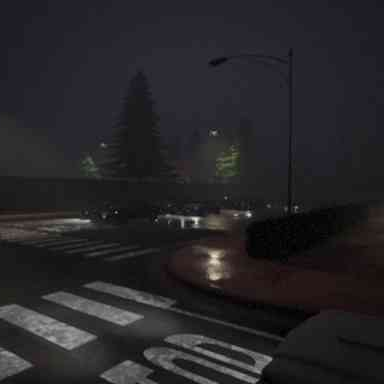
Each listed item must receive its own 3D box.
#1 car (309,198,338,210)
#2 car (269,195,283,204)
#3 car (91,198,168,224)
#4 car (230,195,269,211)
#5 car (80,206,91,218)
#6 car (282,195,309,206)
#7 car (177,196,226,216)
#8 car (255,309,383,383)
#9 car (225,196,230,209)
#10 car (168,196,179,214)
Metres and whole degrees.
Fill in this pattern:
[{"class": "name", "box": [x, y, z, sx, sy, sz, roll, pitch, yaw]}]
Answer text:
[{"class": "car", "box": [15.518, 1.438, 38.599, 1.812, 1.442, 4.674, 1, 0, 37]}, {"class": "car", "box": [14.022, 1.181, 53.366, 4.181, 1.385, 1.994, 0, 0, -44]}, {"class": "car", "box": [-4.275, 1.335, 23.624, 2.128, 1.511, 4.902, 1, 0, 36]}, {"class": "car", "box": [6.789, 1.198, 38.765, 2.097, 1.767, 4.553, 1, 0, 37]}, {"class": "car", "box": [-6.659, 1.375, 26.296, 1.994, 1.385, 4.181, 1, 0, 36]}, {"class": "car", "box": [16.276, 1.335, 50.661, 5.008, 1.535, 1.882, 0, 0, -45]}, {"class": "car", "box": [0.975, 1.370, 30.850, 1.812, 1.442, 4.674, 1, 0, 36]}, {"class": "car", "box": [2.788, 1.612, 2.046, 4.718, 1.301, 1.895, 1, 0, 37]}, {"class": "car", "box": [4.532, 1.305, 41.606, 2.128, 1.511, 4.902, 1, 0, 37]}, {"class": "car", "box": [-1.643, 1.164, 33.192, 2.097, 1.767, 4.553, 1, 0, 36]}]
